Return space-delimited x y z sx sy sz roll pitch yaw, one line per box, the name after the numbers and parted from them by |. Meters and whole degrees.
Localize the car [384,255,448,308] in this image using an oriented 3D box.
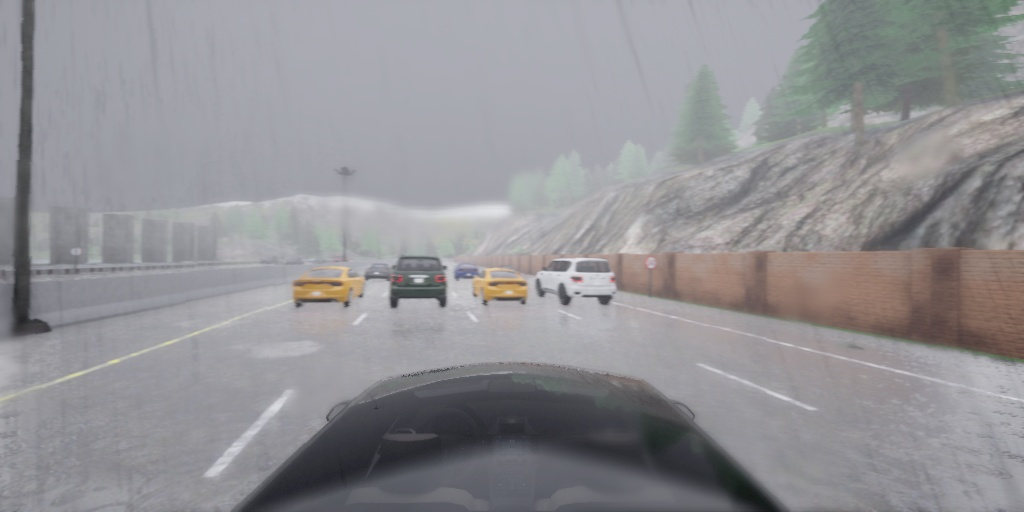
-3.975 0.973 15.461 2.150 2.045 5.566 1 0 -14 | car

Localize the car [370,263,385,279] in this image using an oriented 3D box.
-10.792 1.277 29.409 1.994 1.385 4.181 1 0 -13 | car

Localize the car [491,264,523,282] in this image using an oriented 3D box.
-0.554 1.480 31.734 1.994 1.385 4.181 1 0 -13 | car

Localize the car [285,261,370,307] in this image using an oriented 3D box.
-7.482 1.168 15.080 1.882 1.535 5.008 1 0 -13 | car

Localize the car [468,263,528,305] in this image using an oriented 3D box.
-0.683 1.303 16.744 1.882 1.535 5.008 1 0 -13 | car

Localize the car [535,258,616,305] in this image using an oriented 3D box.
2.822 1.109 17.131 2.150 2.045 5.566 1 0 -14 | car

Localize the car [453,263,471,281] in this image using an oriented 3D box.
-4.006 1.326 31.142 1.882 1.535 5.008 1 0 -13 | car
